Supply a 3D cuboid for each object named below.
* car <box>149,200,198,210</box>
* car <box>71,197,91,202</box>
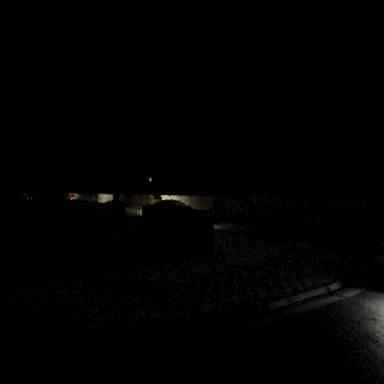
[{"bbox_3d":[-1.406,1.337,24.399,1.882,1.535,5.008,0,0,-36],"label":"car"},{"bbox_3d":[-14.685,1.351,43.075,1.895,1.301,4.718,0,0,-35],"label":"car"}]
